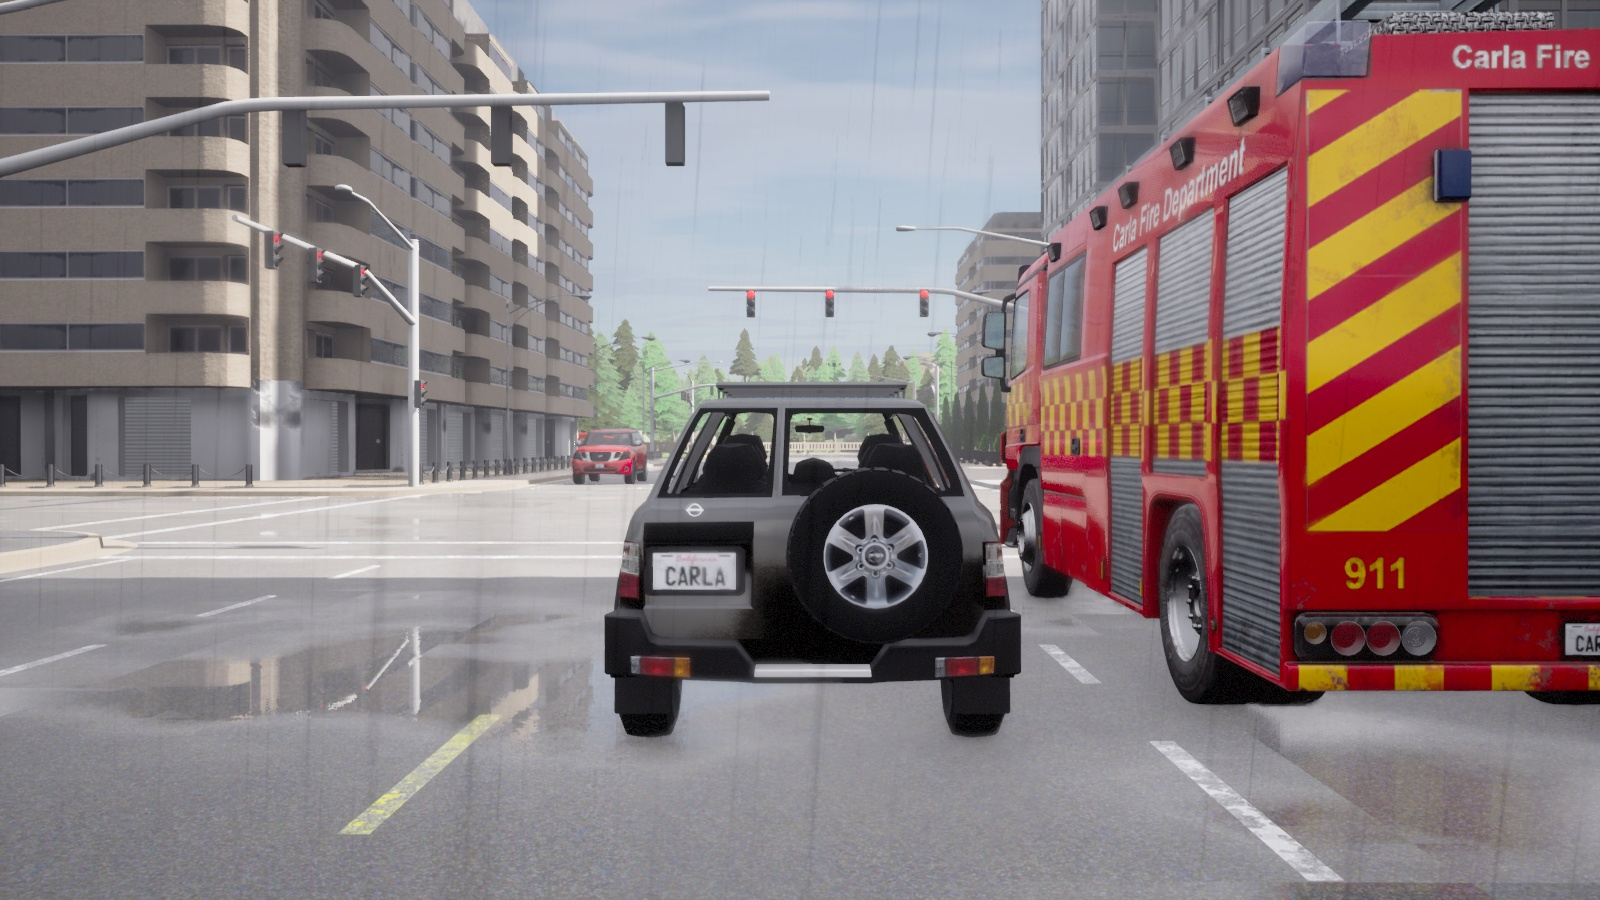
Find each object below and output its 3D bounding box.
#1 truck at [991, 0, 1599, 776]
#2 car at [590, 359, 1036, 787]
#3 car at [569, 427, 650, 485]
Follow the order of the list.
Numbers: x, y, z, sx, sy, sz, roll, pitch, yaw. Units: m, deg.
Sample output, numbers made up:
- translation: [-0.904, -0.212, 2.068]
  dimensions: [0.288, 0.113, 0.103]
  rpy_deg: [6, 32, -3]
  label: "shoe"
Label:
- translation: [3.573, -0.471, 9.880]
  dimensions: [2.891, 3.827, 8.468]
  rpy_deg: [0, 0, 0]
  label: "truck"
- translation: [0.061, 0.519, 7.741]
  dimensions: [1.932, 1.855, 4.605]
  rpy_deg: [0, 0, 0]
  label: "car"
- translation: [-7.043, 0.194, 46.924]
  dimensions: [2.150, 2.045, 5.566]
  rpy_deg: [0, 0, 0]
  label: "car"
